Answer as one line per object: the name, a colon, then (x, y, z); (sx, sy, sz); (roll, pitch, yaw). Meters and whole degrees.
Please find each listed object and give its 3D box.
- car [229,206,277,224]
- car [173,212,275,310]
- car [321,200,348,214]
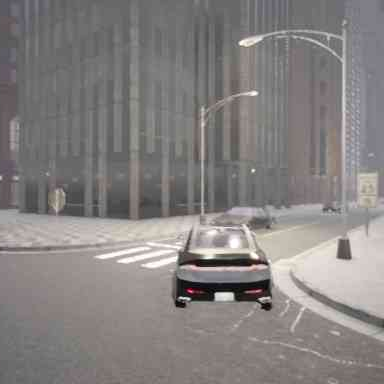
car: (3.101, 1.517, 18.839); (2.033, 1.411, 5.357); (0, 0, 36)
car: (0.671, 1.466, 7.797); (2.128, 1.511, 4.902); (-1, 0, 3)
car: (15.876, 1.572, 36.707); (2.033, 1.411, 5.357); (0, 0, 36)
